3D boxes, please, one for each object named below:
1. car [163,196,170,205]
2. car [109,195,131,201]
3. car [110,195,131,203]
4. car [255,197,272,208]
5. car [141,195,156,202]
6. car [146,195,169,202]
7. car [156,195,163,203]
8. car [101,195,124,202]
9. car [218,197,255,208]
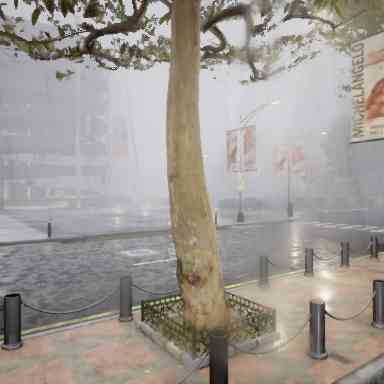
[{"bbox_3d":[-2.408,1.477,58.853,1.882,1.535,5.008,0,0,-40],"label":"car"},{"bbox_3d":[-17.563,1.440,81.108,4.892,1.490,1.837,0,0,12],"label":"car"},{"bbox_3d":[-14.830,1.450,68.992,4.892,1.490,1.837,0,0,26],"label":"car"},{"bbox_3d":[9.411,1.503,48.627,1.837,1.490,4.892,0,0,-36],"label":"car"},{"bbox_3d":[-8.987,1.478,73.888,5.008,1.535,1.882,0,0,30],"label":"car"},{"bbox_3d":[-7.966,1.525,77.300,4.902,1.511,2.128,0,0,26],"label":"car"},{"bbox_3d":[-4.158,1.547,65.862,5.357,1.411,2.033,0,0,42],"label":"car"},{"bbox_3d":[-18.523,1.427,77.742,5.008,1.535,1.882,0,0,12],"label":"car"},{"bbox_3d":[5.972,1.547,47.453,2.033,1.411,5.357,0,0,-35],"label":"car"}]
